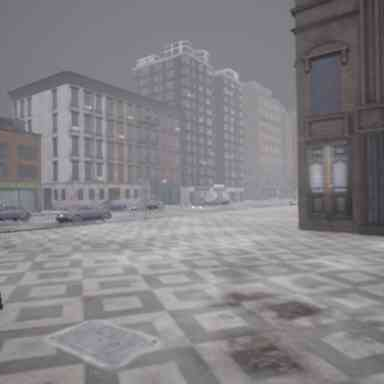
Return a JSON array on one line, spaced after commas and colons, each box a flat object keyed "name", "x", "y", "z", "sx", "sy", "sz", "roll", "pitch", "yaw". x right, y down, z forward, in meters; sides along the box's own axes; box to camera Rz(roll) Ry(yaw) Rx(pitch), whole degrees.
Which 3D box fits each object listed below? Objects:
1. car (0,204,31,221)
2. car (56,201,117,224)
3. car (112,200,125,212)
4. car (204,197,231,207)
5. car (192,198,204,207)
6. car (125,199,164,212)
[{"name": "car", "x": -15.427, "y": 1.785, "z": 27.133, "sx": 1.994, "sy": 1.385, "sz": 4.181, "roll": -1, "pitch": -1, "yaw": 35}, {"name": "car", "x": -8.273, "y": 1.669, "z": 25.659, "sx": 1.994, "sy": 1.385, "sz": 4.181, "roll": -1, "pitch": -1, "yaw": 36}, {"name": "car", "x": -9.956, "y": 1.772, "z": 40.428, "sx": 1.812, "sy": 1.442, "sz": 4.674, "roll": -1, "pitch": 0, "yaw": 36}, {"name": "car", "x": 4.617, "y": 1.632, "z": 55.147, "sx": 1.882, "sy": 1.535, "sz": 5.008, "roll": -1, "pitch": -1, "yaw": 35}, {"name": "car", "x": 1.920, "y": 1.737, "z": 56.962, "sx": 1.812, "sy": 1.442, "sz": 4.674, "roll": -1, "pitch": -1, "yaw": 35}, {"name": "car", "x": -5.458, "y": 1.678, "z": 41.143, "sx": 2.128, "sy": 1.511, "sz": 4.902, "roll": -1, "pitch": -1, "yaw": 35}]
